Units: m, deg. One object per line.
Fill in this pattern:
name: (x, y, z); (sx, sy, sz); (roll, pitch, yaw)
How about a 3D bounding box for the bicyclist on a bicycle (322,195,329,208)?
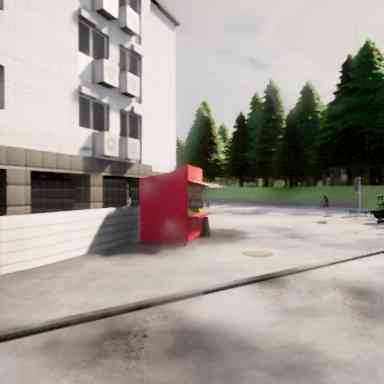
bicyclist on a bicycle: (16.461, 1.143, 40.981); (1.656, 1.620, 0.582); (-1, 0, -35)
